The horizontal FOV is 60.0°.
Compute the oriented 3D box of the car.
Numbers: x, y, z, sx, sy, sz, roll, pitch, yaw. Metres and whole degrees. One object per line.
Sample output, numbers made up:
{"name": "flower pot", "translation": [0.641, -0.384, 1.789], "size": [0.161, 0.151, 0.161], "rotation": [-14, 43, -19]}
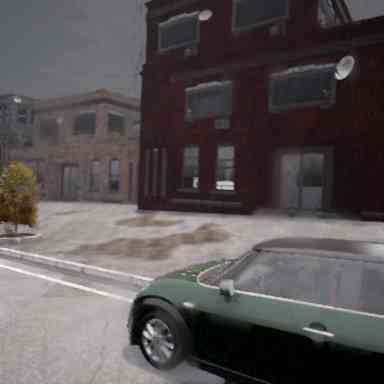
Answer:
{"name": "car", "translation": [1.297, 1.366, 4.217], "size": [4.553, 1.767, 2.097], "rotation": [0, 0, 35]}
